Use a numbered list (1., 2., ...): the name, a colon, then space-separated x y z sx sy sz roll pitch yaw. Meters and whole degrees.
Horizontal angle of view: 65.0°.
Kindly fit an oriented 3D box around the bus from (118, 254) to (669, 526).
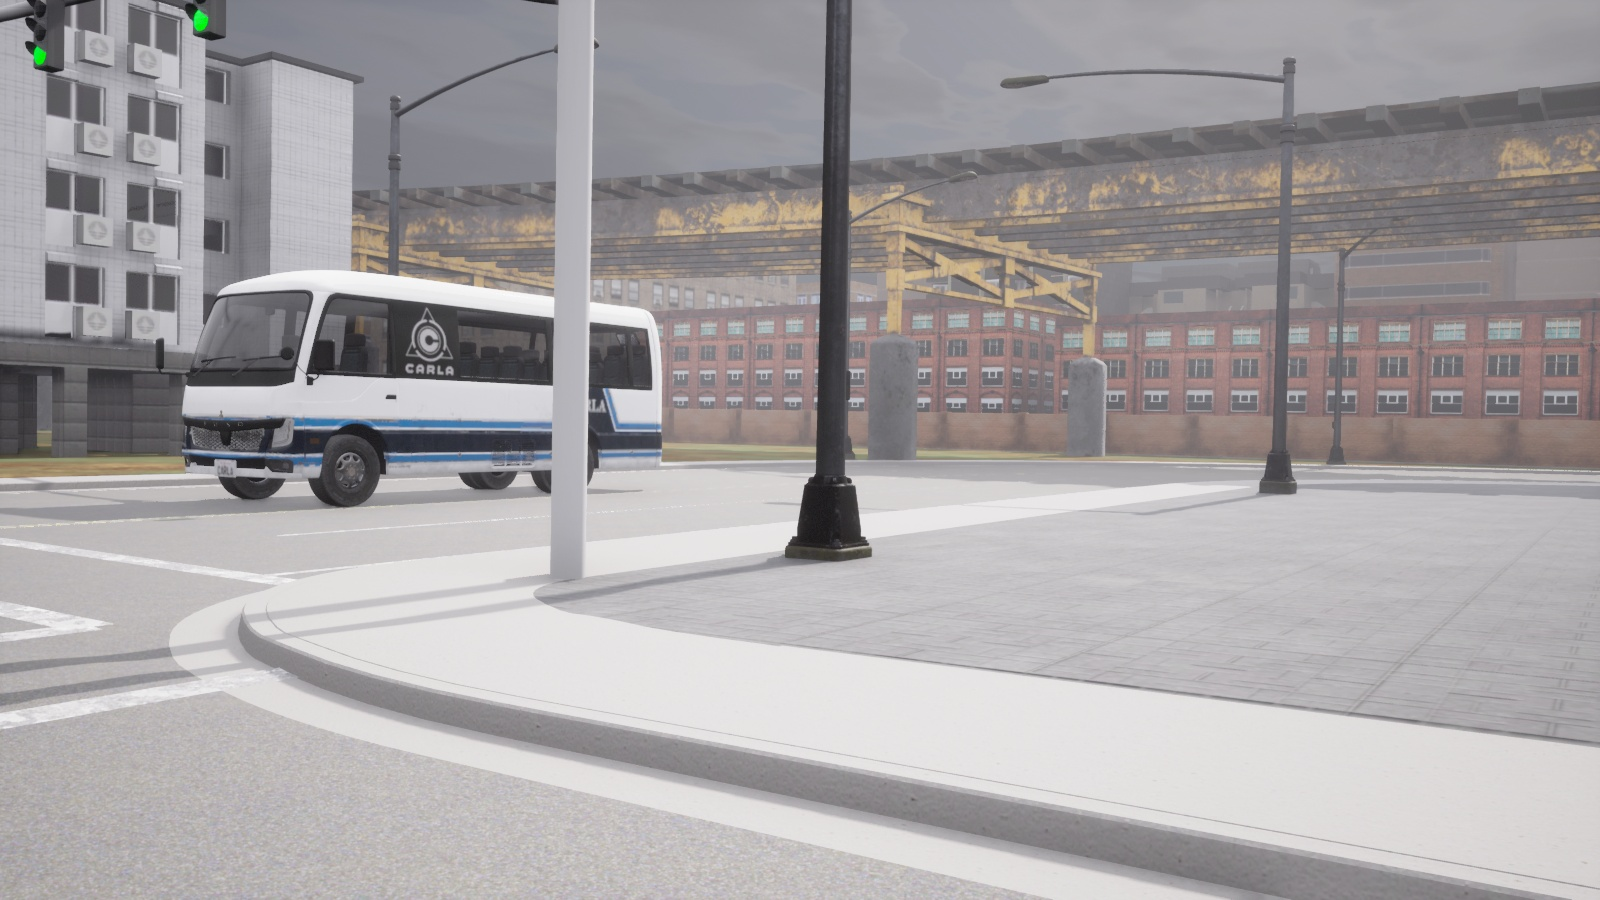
1. bus: -7.391 -1.054 25.063 3.944 4.253 10.273 1 1 33
